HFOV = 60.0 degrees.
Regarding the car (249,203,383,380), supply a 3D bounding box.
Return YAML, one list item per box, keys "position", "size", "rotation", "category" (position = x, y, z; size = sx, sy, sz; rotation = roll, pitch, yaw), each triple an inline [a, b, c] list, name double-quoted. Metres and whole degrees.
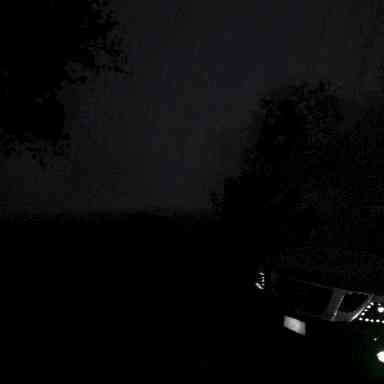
- position: [3.461, 1.232, 5.557]
  size: [5.566, 2.045, 2.150]
  rotation: [0, 0, -36]
  category: "car"
